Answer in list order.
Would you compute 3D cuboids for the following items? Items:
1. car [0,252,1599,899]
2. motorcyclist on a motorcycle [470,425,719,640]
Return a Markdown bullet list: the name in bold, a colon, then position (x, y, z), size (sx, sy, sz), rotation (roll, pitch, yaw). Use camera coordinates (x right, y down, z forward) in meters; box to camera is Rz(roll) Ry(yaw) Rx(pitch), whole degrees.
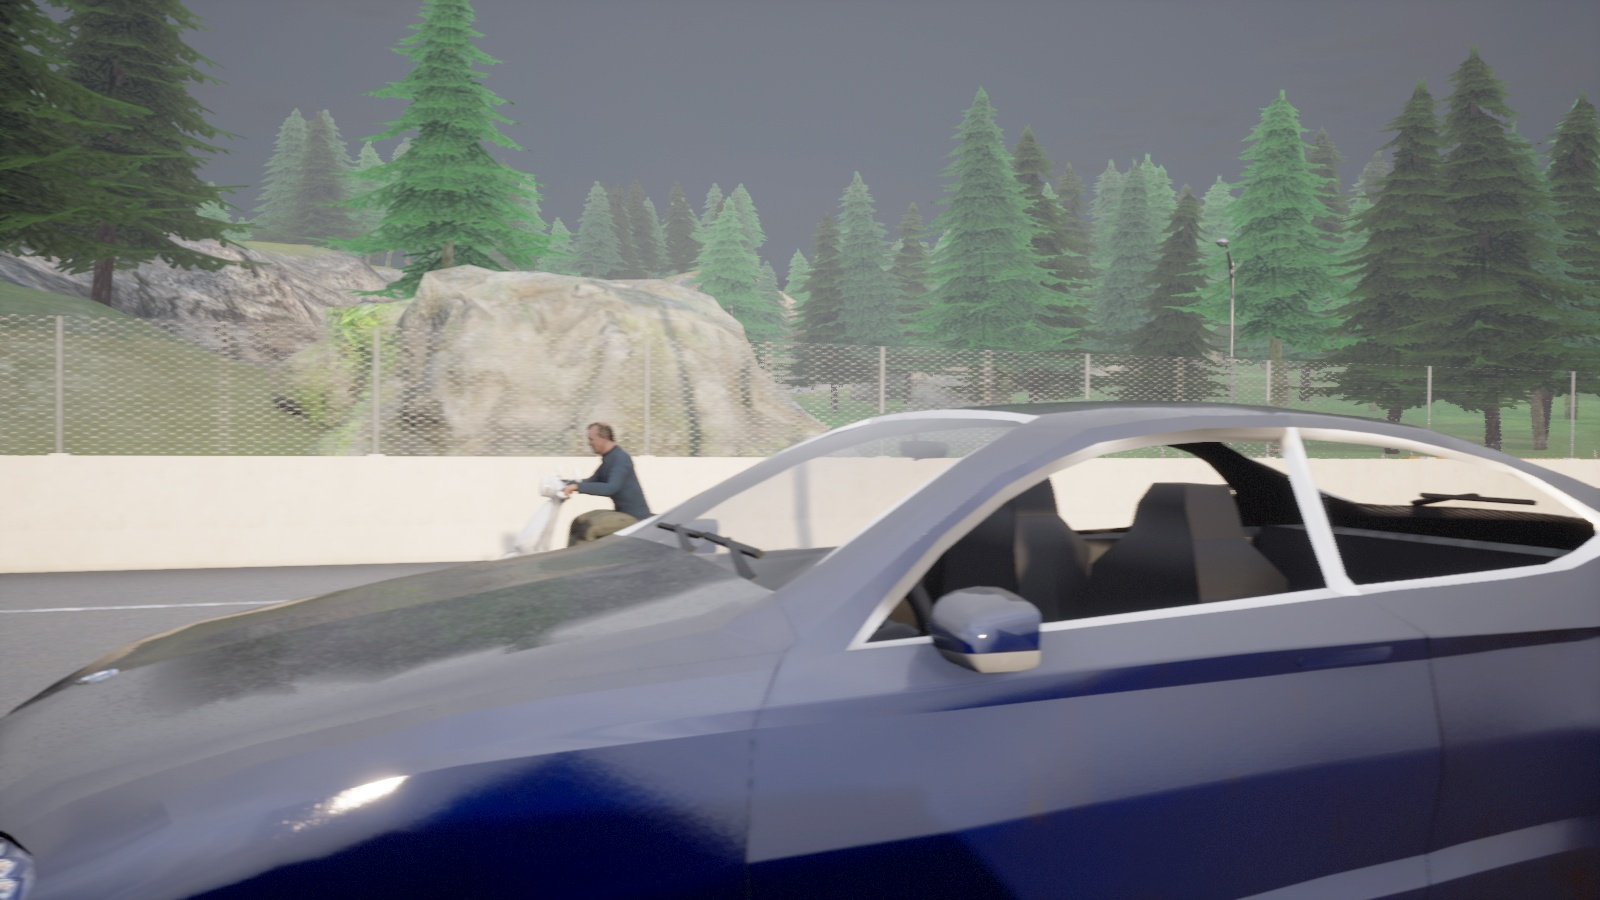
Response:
- **car**: position (0.481, 0.515, 3.419), size (5.027, 1.651, 2.152), rotation (-1, 1, -21)
- **motorcyclist on a motorcycle**: position (-1.660, 0.605, 10.095), size (1.817, 1.590, 0.866), rotation (-1, 1, -21)
